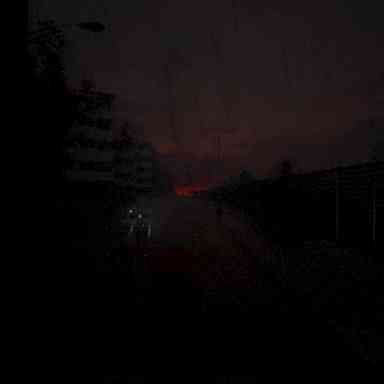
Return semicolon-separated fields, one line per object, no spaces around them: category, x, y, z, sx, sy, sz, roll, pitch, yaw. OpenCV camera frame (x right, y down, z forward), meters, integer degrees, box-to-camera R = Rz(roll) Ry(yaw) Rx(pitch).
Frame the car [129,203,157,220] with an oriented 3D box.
car;-4.099;1.596;28.358;1.895;1.301;4.718;0;0;0
